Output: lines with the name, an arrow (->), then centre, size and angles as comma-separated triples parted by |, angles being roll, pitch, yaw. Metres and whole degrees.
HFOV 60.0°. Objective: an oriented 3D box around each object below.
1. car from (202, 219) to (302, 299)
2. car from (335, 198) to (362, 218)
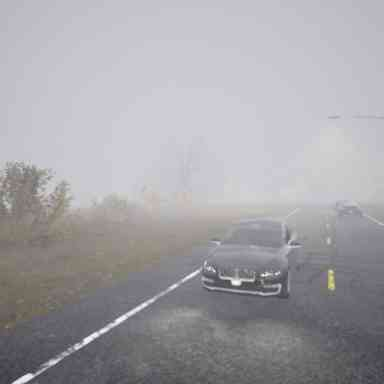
car -> 1.771, 1.516, 8.738 | 1.837, 1.490, 4.892 | 0, 0, 22
car -> 14.445, 1.539, 30.567 | 1.812, 1.442, 4.674 | 0, 0, 22
